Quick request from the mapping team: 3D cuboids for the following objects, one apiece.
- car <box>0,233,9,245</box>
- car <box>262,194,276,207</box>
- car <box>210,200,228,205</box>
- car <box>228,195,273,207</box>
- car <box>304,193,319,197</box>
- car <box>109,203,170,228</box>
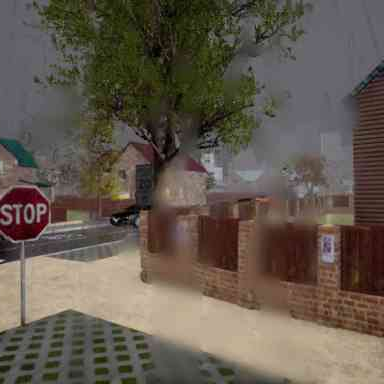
[{"bbox_3d":[-8.896,1.584,11.797,1.895,1.301,4.718,-1,0,25],"label":"car"},{"bbox_3d":[8.896,1.092,41.545,2.097,1.767,4.553,-1,0,32],"label":"car"},{"bbox_3d":[2.685,1.425,31.440,1.895,1.301,4.718,-1,0,31],"label":"car"},{"bbox_3d":[5.423,1.272,30.288,1.837,1.490,4.892,-1,0,32],"label":"car"},{"bbox_3d":[18.811,0.940,52.200,2.097,1.767,4.553,-1,0,31],"label":"car"},{"bbox_3d":[-3.250,1.405,21.737,1.837,1.490,4.892,-1,1,31],"label":"car"}]
